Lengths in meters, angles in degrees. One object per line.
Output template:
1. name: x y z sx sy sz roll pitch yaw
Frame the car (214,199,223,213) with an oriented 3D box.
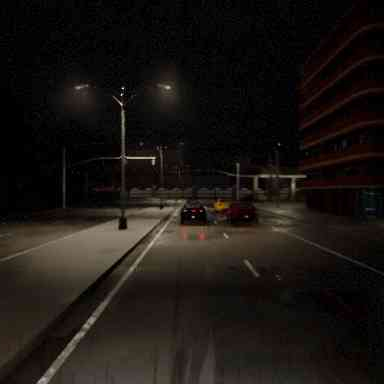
1. car: 3.590 1.495 37.788 1.882 1.535 5.008 0 0 0

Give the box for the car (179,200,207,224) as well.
1. car: 0.091 1.502 25.056 2.128 1.511 4.902 0 0 0

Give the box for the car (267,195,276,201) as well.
1. car: 18.932 1.492 78.807 1.970 1.475 3.806 0 0 0

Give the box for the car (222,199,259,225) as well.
1. car: 3.593 1.489 24.372 1.882 1.535 5.008 0 -1 0

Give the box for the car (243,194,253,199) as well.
1. car: 13.187 1.330 78.043 2.242 1.667 4.611 0 0 0

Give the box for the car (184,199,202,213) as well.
1. car: 0.091 1.581 38.462 1.994 1.385 4.181 0 0 -1
